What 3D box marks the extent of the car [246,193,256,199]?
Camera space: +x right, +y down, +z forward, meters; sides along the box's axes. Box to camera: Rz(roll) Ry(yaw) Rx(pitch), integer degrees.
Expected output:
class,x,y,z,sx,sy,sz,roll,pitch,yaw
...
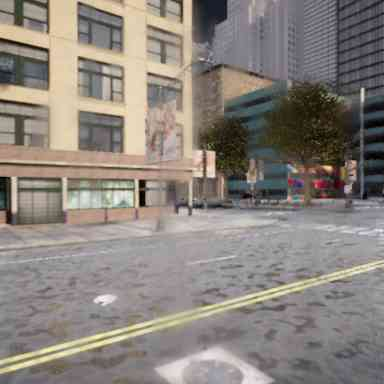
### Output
class,x,y,z,sx,sy,sz,roll,pitch,yaw
car,14.297,1.055,85.641,2.161,1.482,4.786,0,0,-36

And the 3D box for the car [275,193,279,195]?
class,x,y,z,sx,sy,sz,roll,pitch,yaw
car,23.943,1.038,92.100,1.895,1.301,4.718,0,0,-36

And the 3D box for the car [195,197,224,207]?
class,x,y,z,sx,sy,sz,roll,pitch,yaw
car,2.582,1.422,49.046,1.895,1.301,4.718,0,0,-36

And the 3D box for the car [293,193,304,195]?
class,x,y,z,sx,sy,sz,roll,pitch,yaw
car,24.781,0.939,78.168,2.002,1.452,4.674,0,0,-36
